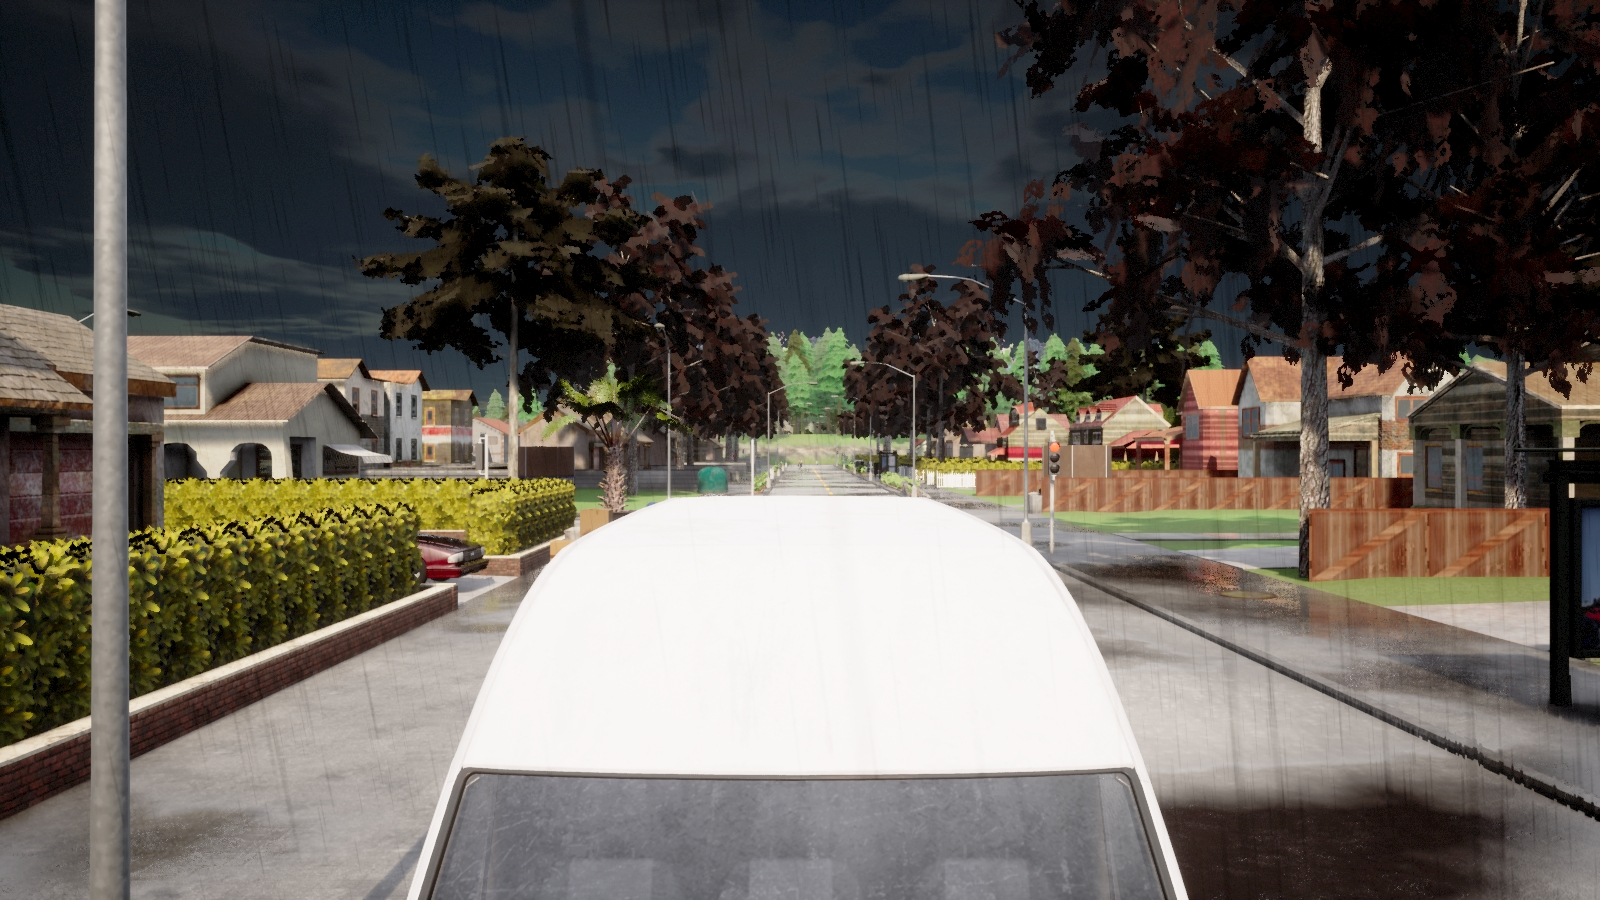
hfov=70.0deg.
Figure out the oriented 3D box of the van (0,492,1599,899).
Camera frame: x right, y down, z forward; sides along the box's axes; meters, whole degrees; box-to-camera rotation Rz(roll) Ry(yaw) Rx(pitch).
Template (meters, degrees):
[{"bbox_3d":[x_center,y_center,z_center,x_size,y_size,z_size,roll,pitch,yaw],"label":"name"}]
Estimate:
[{"bbox_3d":[0.002,1.537,4.030,1.988,2.561,5.915,0,0,0],"label":"van"}]
